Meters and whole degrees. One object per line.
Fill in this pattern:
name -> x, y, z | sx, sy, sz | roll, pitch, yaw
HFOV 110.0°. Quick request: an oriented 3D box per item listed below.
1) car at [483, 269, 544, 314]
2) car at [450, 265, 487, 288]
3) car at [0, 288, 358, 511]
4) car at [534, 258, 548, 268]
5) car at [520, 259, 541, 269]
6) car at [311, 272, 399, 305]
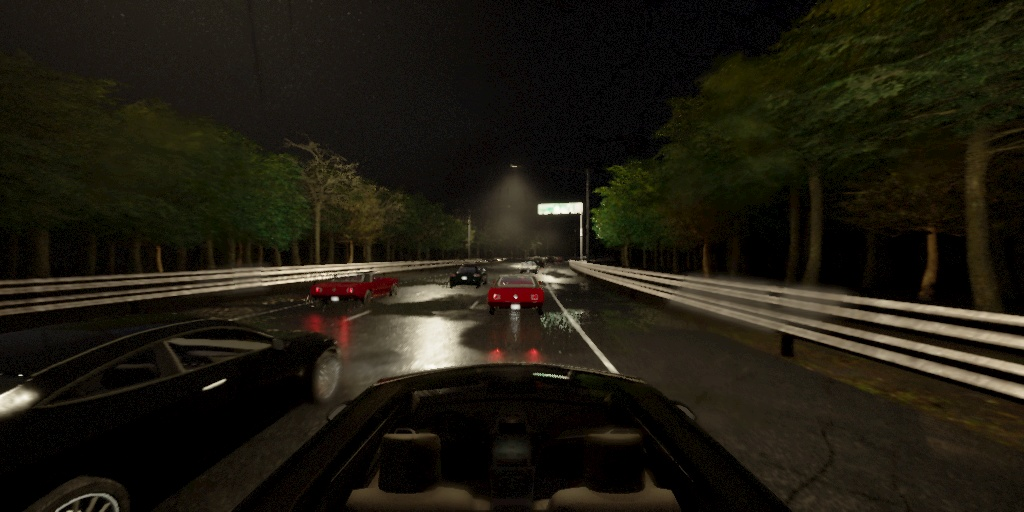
car -> 0.192, 1.350, 13.793 | 1.895, 1.301, 4.718 | 0, 0, 2
car -> -2.756, 1.301, 23.603 | 1.994, 1.385, 4.181 | 0, 0, 3
car -> -3.387, 1.268, 3.314 | 1.812, 1.442, 4.674 | 0, 0, 0
car -> 4.639, 1.058, 62.147 | 2.097, 1.767, 4.553 | 0, 0, 9
car -> 1.964, 1.330, 40.856 | 1.895, 1.301, 4.718 | 0, 0, 6
car -> -6.645, 1.335, 15.862 | 1.895, 1.301, 4.718 | 0, 0, 2
